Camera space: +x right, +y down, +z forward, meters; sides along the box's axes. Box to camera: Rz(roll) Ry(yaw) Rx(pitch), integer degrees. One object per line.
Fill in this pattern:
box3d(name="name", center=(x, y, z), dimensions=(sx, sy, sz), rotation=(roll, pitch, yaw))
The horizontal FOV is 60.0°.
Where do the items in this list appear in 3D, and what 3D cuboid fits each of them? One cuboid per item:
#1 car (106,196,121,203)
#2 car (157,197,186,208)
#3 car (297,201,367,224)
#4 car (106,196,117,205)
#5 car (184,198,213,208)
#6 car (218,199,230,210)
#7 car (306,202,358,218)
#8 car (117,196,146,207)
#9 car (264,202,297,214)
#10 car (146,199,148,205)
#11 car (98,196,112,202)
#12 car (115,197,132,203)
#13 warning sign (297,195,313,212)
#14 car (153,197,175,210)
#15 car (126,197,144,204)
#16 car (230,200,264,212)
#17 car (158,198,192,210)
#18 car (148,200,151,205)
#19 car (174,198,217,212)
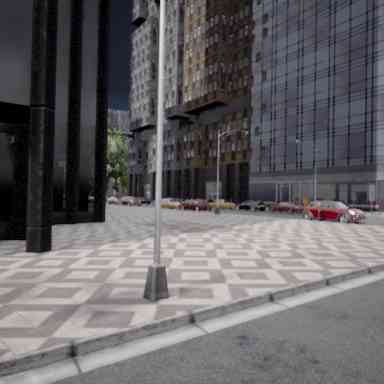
box3d(name="car", center=(-18.275, 1.686, 77.437), dimensions=(1.752, 1.417, 4.829), rotation=(2, -1, -35))
box3d(name="car", center=(-3.226, 1.580, 51.655), dimensions=(2.128, 1.511, 4.902), rotation=(2, -1, -35))
box3d(name="car", center=(9.915, 1.360, 23.242), dimensions=(1.967, 1.590, 4.097), rotation=(2, -1, -37))
box3d(name="car", center=(-12.377, 1.523, 54.488), dimensions=(1.802, 1.307, 4.206), rotation=(2, -1, -35))
box3d(name="car", center=(0.939, 1.708, 50.496), dimensions=(2.008, 1.369, 4.403), rotation=(2, -1, -35))
box3d(name="car", center=(4.027, 1.679, 46.168), dimensions=(1.752, 1.417, 4.829), rotation=(2, -1, -35))
box3d(name="car", center=(13.683, 1.709, 32.628), dimensions=(1.947, 1.339, 4.313), rotation=(2, -1, -35))
box3d(name="car", center=(-9.187, 1.380, 50.022), dimensions=(1.967, 1.590, 4.097), rotation=(2, -1, -35))
box3d(name="car", center=(10.497, 1.729, 37.095), dimensions=(1.802, 1.307, 4.206), rotation=(2, -1, -35))
box3d(name="car", center=(-9.320, 1.691, 60.123), dimensions=(1.895, 1.301, 4.718), rotation=(2, -1, -35))
box3d(name="car", center=(-21.364, 1.743, 81.765), dimensions=(1.802, 1.307, 4.206), rotation=(2, -1, -35))
box3d(name="car", center=(-14.992, 1.727, 72.831), dimensions=(1.947, 1.339, 4.313), rotation=(2, -1, -35))
box3d(name="warning sign", center=(12.854, 1.321, 37.781), dimensions=(1.300, 1.860, 1.060), rotation=(2, -1, -35))
box3d(name="car", center=(-2.717, 1.459, 40.947), dimensions=(1.752, 1.417, 4.829), rotation=(2, -1, -35))
box3d(name="car", center=(-11.806, 1.727, 68.365), dimensions=(1.947, 1.339, 4.313), rotation=(2, -1, -35))
box3d(name="car", center=(7.311, 1.716, 41.562), dimensions=(1.947, 1.339, 4.313), rotation=(2, -1, -35))
box3d(name="car", center=(-2.365, 1.552, 45.065), dimensions=(2.033, 1.411, 5.357), rotation=(2, -1, -35))
box3d(name="car", center=(-5.433, 1.712, 59.431), dimensions=(2.008, 1.369, 4.403), rotation=(2, -1, -35))
box3d(name="car", center=(0.371, 1.475, 36.617), dimensions=(1.887, 1.381, 4.507), rotation=(2, -1, -35))
